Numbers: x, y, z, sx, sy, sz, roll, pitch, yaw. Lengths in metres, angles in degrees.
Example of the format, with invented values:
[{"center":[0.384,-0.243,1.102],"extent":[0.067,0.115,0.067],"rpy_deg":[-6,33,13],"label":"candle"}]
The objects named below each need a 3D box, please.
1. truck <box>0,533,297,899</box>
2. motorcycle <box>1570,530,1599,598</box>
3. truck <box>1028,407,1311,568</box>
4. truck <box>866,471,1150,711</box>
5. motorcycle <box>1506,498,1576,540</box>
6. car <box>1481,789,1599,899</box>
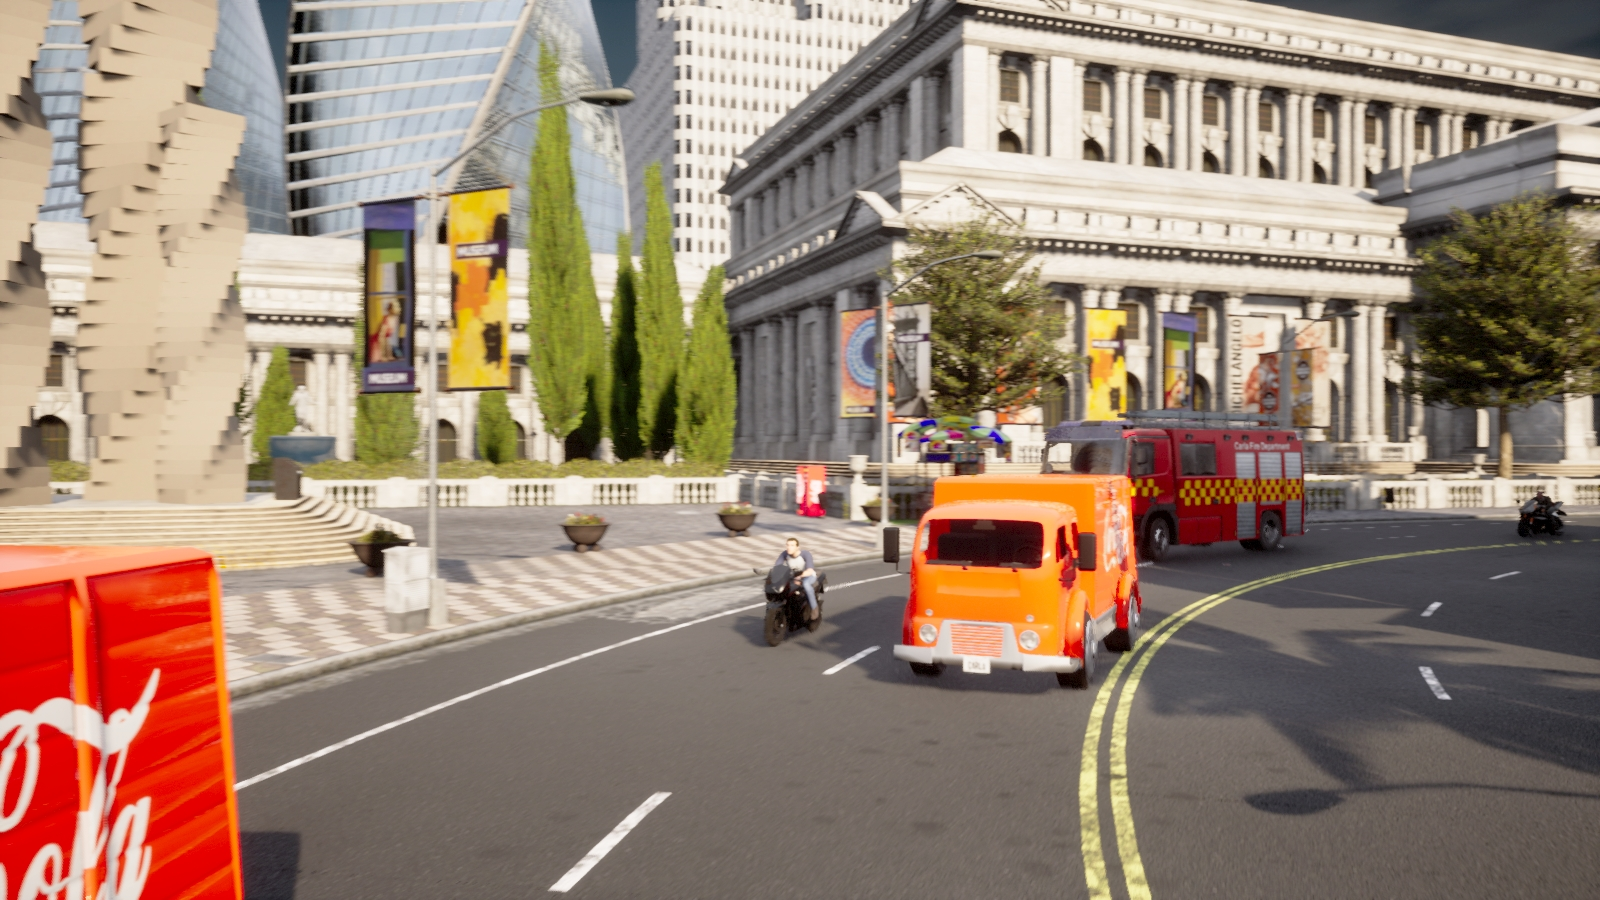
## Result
[{"center":[-3.412,1.563,1.919],"extent":[2.627,2.467,5.204],"rpy_deg":[0,0,3],"label":"truck"},{"center":[15.868,2.236,22.480],"extent":[0.803,1.145,2.033],"rpy_deg":[1,0,23],"label":"motorcycle"},{"center":[10.174,0.906,30.932],"extent":[8.468,3.827,2.891],"rpy_deg":[0,0,-36],"label":"truck"},{"center":[2.992,1.572,15.174],"extent":[2.627,2.467,5.204],"rpy_deg":[0,0,23],"label":"truck"},{"center":[24.108,2.240,37.182],"extent":[2.209,1.251,0.867],"rpy_deg":[0,0,-25],"label":"motorcycle"},{"center":[3.557,2.070,2.534],"extent":[1.970,1.475,3.806],"rpy_deg":[0,0,3],"label":"car"}]
